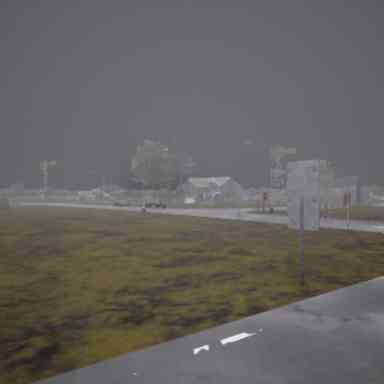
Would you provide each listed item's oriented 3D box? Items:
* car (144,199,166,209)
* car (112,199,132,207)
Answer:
[{"bbox_3d":[-5.732,1.814,50.622,1.837,1.490,4.892,0,-1,-35],"label":"car"},{"bbox_3d":[-12.740,2.023,60.332,2.033,1.411,5.357,0,-1,-36],"label":"car"}]
